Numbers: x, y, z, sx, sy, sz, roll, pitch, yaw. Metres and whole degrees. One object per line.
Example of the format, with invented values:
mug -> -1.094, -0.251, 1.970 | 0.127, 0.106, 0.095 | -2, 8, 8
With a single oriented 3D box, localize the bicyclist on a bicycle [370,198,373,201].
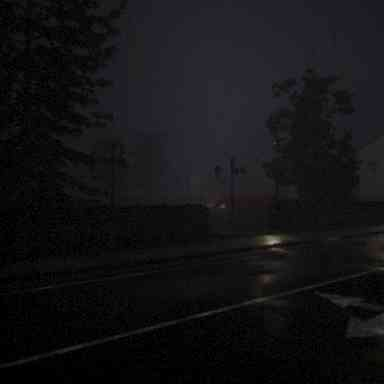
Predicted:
bicyclist on a bicycle -> 26.898, 1.780, 49.796 | 1.656, 1.620, 0.582 | 0, 0, -35

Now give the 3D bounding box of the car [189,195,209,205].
car -> 1.167, 1.703, 67.326 | 2.150, 2.045, 5.566 | 1, 0, -35
